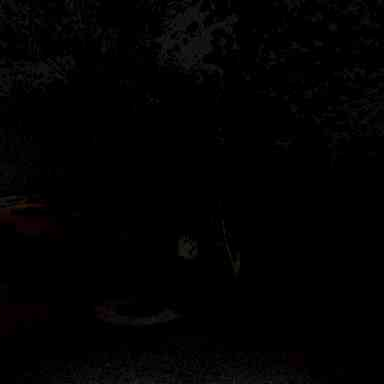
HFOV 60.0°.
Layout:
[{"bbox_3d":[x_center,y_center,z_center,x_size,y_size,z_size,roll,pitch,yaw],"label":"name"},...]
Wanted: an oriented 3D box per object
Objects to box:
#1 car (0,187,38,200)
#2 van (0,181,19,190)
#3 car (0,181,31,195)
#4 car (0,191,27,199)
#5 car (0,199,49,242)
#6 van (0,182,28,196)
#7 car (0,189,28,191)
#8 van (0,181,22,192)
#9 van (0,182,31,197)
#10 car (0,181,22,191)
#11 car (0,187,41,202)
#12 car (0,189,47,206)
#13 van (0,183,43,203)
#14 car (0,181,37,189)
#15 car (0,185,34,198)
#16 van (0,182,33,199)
[{"bbox_3d":[-20.833,0.162,39.069,4.792,1.488,2.163,1,2,-30],"label":"car"},{"bbox_3d":[-40.388,-1.423,72.667,4.442,1.987,1.878,1,1,-30],"label":"van"},{"bbox_3d":[-27.863,-0.599,50.979,5.566,2.045,2.435,1,1,-30],"label":"car"},{"bbox_3d":[-8.315,1.046,17.679,4.553,1.767,2.185,1,2,-30],"label":"car"},{"bbox_3d":[-6.952,1.289,15.275,5.008,1.535,2.097,1,2,-30],"label":"car"},{"bbox_3d":[-26.543,-0.481,48.545,4.442,1.987,1.878,1,1,-30],"label":"van"},{"bbox_3d":[-12.636,0.816,24.633,5.366,1.575,1.946,1,2,-30],"label":"car"},{"bbox_3d":[-34.795,-1.046,63.109,4.442,1.987,1.878,1,1,-30],"label":"van"},{"bbox_3d":[-24.943,-0.383,46.274,4.442,1.987,1.878,1,1,-30],"label":"van"},{"bbox_3d":[-39.114,-1.357,70.203,5.566,2.045,2.435,1,1,-30],"label":"car"},{"bbox_3d":[-19.502,0.264,36.793,4.792,1.488,2.163,1,2,-30],"label":"car"},{"bbox_3d":[-16.693,0.496,31.878,4.792,1.488,2.163,1,2,-30],"label":"car"},{"bbox_3d":[-18.019,0.122,34.440,4.442,1.987,1.878,1,2,-30],"label":"van"},{"bbox_3d":[-15.237,0.335,29.511,5.566,2.045,2.435,1,2,-30],"label":"car"},{"bbox_3d":[-23.648,-0.065,43.833,5.008,1.535,2.097,1,1,-30],"label":"car"},{"bbox_3d":[-22.333,-0.195,41.368,4.442,1.987,1.878,1,2,-31],"label":"van"}]
